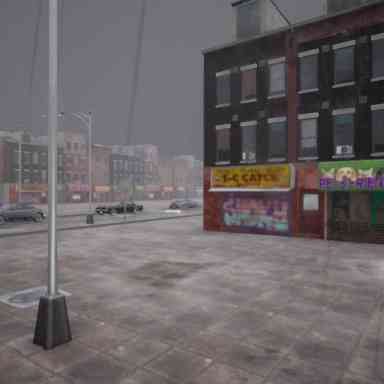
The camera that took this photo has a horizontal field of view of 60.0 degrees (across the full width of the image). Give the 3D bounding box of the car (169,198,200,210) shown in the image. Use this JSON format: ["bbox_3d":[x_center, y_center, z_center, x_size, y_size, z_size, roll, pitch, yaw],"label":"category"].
[{"bbox_3d":[-0.878,1.441,40.002,1.994,1.385,4.181,0,0,36],"label":"car"}]

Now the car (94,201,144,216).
[{"bbox_3d":[-6.862,1.515,31.543,1.895,1.301,4.718,0,0,35],"label":"car"}]

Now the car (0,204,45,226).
[{"bbox_3d":[-12.622,1.515,23.386,1.994,1.385,4.181,0,0,36],"label":"car"}]
